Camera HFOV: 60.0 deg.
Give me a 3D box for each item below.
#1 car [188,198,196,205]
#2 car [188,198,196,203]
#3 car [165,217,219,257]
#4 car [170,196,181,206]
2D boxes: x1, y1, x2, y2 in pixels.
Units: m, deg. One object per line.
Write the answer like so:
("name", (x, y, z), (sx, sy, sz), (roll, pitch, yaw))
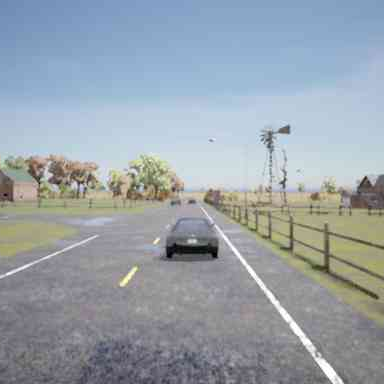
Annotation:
("car", (0.007, 2.285, 79.912), (1.837, 1.490, 4.892), (0, -1, 0))
("car", (0.008, 2.271, 90.334), (1.994, 1.385, 4.181), (0, -1, 0))
("car", (0.026, 1.700, 13.566), (1.994, 1.385, 4.181), (0, 0, 1))
("car", (-3.494, 1.937, 72.402), (2.150, 2.045, 5.566), (0, -1, 0))
